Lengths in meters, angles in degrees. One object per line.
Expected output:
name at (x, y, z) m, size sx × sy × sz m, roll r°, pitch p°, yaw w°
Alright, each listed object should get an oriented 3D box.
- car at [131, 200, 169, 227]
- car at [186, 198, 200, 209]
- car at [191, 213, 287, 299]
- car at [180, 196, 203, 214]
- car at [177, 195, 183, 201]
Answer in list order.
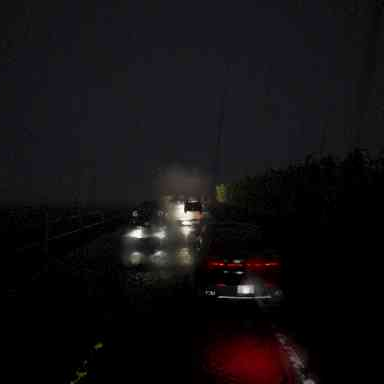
car at (-2.727, 1.351, 22.464) m, size 2.097 × 1.767 × 4.553 m, roll 0°, pitch 0°, yaw 0°
car at (0.121, 1.526, 45.754) m, size 1.812 × 1.442 × 4.674 m, roll 0°, pitch 0°, yaw 0°
car at (0.972, 1.505, 8.411) m, size 1.837 × 1.490 × 4.892 m, roll 0°, pitch 0°, yaw 0°
car at (0.112, 1.491, 35.580) m, size 2.128 × 1.511 × 4.902 m, roll 0°, pitch 0°, yaw 0°
car at (-2.660, 1.555, 82.682) m, size 2.033 × 1.411 × 5.357 m, roll 0°, pitch 0°, yaw 0°
